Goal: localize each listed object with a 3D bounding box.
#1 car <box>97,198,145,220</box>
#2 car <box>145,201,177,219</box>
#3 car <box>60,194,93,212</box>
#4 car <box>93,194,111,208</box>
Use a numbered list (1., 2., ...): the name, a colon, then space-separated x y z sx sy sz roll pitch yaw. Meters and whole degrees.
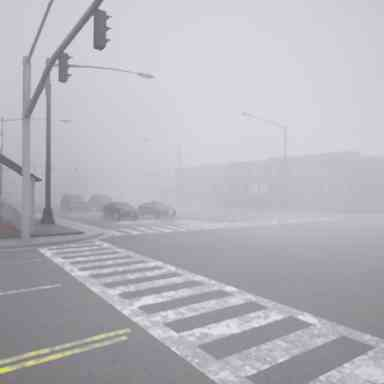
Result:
1. car: -6.296 1.587 28.895 1.837 1.490 4.892 0 0 -36
2. car: -3.269 1.598 30.691 2.128 1.511 4.902 0 0 -35
3. car: -14.196 1.303 39.970 2.150 2.045 5.566 0 0 -35
4. car: -11.274 1.329 41.896 2.150 2.045 5.566 0 0 -35
